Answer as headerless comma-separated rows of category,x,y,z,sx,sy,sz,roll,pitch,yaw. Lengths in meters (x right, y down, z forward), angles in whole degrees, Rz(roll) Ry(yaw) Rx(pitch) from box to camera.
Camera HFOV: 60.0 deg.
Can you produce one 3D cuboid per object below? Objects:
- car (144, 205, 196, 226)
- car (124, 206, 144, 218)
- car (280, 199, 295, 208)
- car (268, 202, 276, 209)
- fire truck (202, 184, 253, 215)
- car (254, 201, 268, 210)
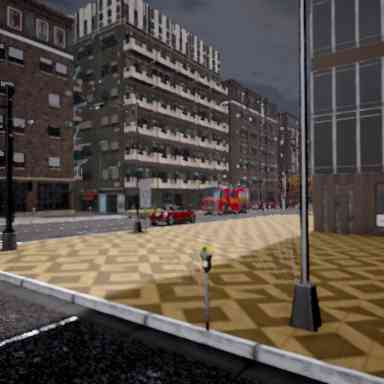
car,-1.419,1.751,26.179,1.967,1.590,4.097,-2,-2,35
car,-5.082,2.002,35.431,1.752,1.417,4.829,-2,-2,35
car,20.960,2.500,72.582,2.192,1.841,5.009,-2,-2,35
car,14.476,2.553,63.324,1.887,1.381,4.507,-2,-2,35
fire truck,4.704,0.993,44.777,2.891,3.827,8.468,-1,-1,35
car,11.232,2.360,58.701,1.967,1.590,4.097,-2,-2,35
